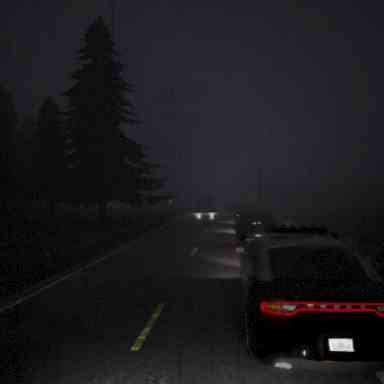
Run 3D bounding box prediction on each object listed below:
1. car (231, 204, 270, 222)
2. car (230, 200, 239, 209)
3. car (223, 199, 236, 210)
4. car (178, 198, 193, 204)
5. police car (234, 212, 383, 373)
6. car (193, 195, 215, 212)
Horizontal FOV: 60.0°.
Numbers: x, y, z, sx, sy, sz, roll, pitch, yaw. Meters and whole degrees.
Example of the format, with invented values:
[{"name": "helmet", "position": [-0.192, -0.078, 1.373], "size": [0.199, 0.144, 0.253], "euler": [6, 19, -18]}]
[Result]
[{"name": "car", "position": [2.973, 1.524, 15.901], "size": [1.837, 1.490, 4.892], "euler": [-2, 0, 6]}, {"name": "car", "position": [3.651, 1.543, 21.862], "size": [1.837, 1.490, 4.892], "euler": [-2, 0, 6]}, {"name": "car", "position": [5.276, 1.613, 44.678], "size": [1.882, 1.535, 5.008], "euler": [-2, 0, 5]}, {"name": "car", "position": [-0.949, 1.760, 55.121], "size": [5.008, 1.535, 1.882], "euler": [0, 0, 7]}, {"name": "police car", "position": [1.855, 1.414, 6.074], "size": [1.930, 1.638, 5.238], "euler": [-2, 0, 6]}, {"name": "car", "position": [1.857, 1.437, 42.985], "size": [2.150, 2.045, 5.566], "euler": [-2, -1, 6]}]
